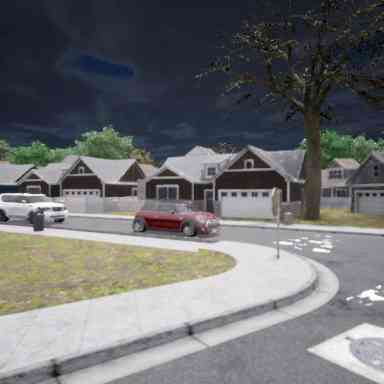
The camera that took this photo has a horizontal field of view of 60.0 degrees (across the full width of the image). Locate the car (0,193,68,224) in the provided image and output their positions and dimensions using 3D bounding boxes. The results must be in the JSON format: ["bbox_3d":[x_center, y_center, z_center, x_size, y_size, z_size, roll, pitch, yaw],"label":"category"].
[{"bbox_3d":[-11.159,1.107,23.060,5.566,2.045,2.150,0,0,29],"label":"car"}]

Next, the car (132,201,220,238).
[{"bbox_3d":[-0.822,1.282,17.181,4.553,1.767,2.097,0,0,31],"label":"car"}]
